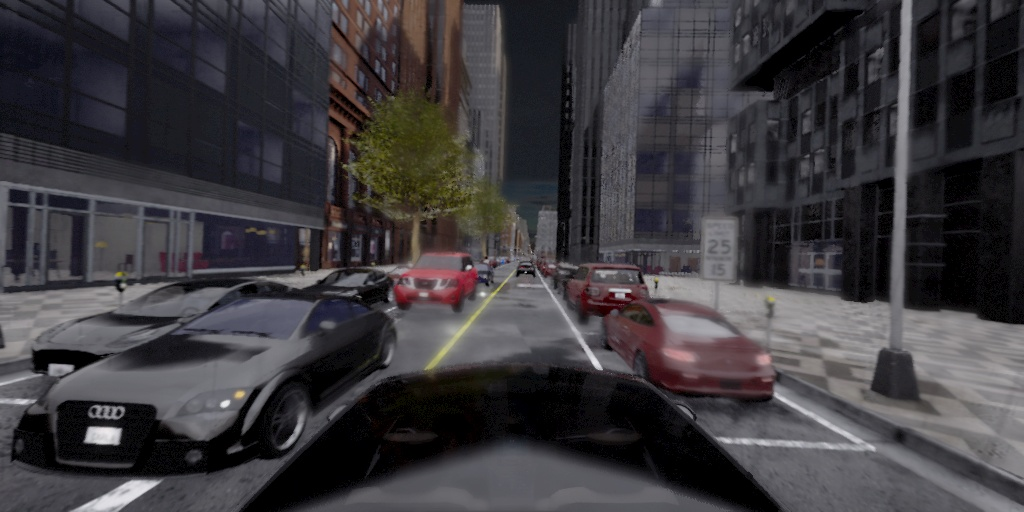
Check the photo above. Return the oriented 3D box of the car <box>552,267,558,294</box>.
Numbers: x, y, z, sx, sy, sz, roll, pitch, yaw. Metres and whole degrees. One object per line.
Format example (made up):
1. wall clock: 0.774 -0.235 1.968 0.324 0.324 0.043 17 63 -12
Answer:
1. car: 3.230 1.410 17.729 1.948 1.339 4.313 0 0 2

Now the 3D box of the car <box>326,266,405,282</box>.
1. car: -5.524 1.115 12.464 1.948 1.339 4.313 0 0 2

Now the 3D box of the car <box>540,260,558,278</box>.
1. car: 3.952 1.411 34.629 1.888 1.381 4.507 0 0 2

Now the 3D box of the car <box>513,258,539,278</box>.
1. car: 1.396 1.282 35.349 1.837 1.490 4.892 2 0 3

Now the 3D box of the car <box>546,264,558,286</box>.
1. car: 3.471 1.415 23.362 1.948 1.339 4.313 0 0 2

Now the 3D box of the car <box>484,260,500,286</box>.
1. car: -2.219 1.202 24.433 2.033 1.411 5.357 2 0 3

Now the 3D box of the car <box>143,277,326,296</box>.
1. car: -5.765 1.113 6.829 1.948 1.339 4.313 0 0 2

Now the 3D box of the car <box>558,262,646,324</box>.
1. car: 2.989 1.155 12.097 2.192 1.841 5.009 0 0 2

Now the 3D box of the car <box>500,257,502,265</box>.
1. car: -3.356 1.200 63.172 1.948 1.339 4.313 0 0 2

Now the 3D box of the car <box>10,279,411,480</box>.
1. car: -3.073 1.206 4.762 1.994 1.385 4.181 2 0 2

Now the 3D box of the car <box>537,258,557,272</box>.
1. car: 4.193 1.191 40.263 2.192 1.841 5.009 0 0 2

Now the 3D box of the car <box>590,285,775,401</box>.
1. car: 2.748 1.420 6.463 1.802 1.307 4.207 0 0 2

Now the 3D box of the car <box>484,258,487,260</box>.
1. car: -4.320 1.152 40.634 1.948 1.339 4.313 0 0 2

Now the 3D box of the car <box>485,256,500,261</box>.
1. car: -3.597 0.936 57.537 2.192 1.841 5.009 0 0 2

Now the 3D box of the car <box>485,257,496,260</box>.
1. car: -3.838 1.155 51.903 1.888 1.381 4.507 0 0 2

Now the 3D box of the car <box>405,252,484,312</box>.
1. car: -2.661 0.867 14.066 2.150 2.045 5.566 2 0 2
